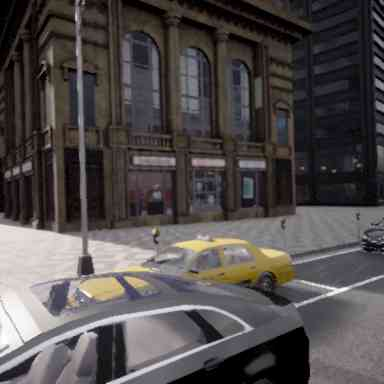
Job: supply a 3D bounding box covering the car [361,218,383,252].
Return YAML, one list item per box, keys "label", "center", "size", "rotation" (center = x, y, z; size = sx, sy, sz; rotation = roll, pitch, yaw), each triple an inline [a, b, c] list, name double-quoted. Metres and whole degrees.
- label: "car"
  center: [8.108, 1.491, 12.607]
  size: [4.403, 1.369, 2.008]
  rotation: [-1, -1, -36]

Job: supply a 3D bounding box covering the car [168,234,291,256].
- label: "car"
  center: [0.073, 1.583, 6.752]
  size: [4.829, 1.417, 1.752]
  rotation: [-1, -1, -36]

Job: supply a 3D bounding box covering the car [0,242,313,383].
- label: "car"
  center: [-1.100, 1.539, 2.589]
  size: [4.902, 1.511, 2.128]
  rotation: [-1, -1, -35]
